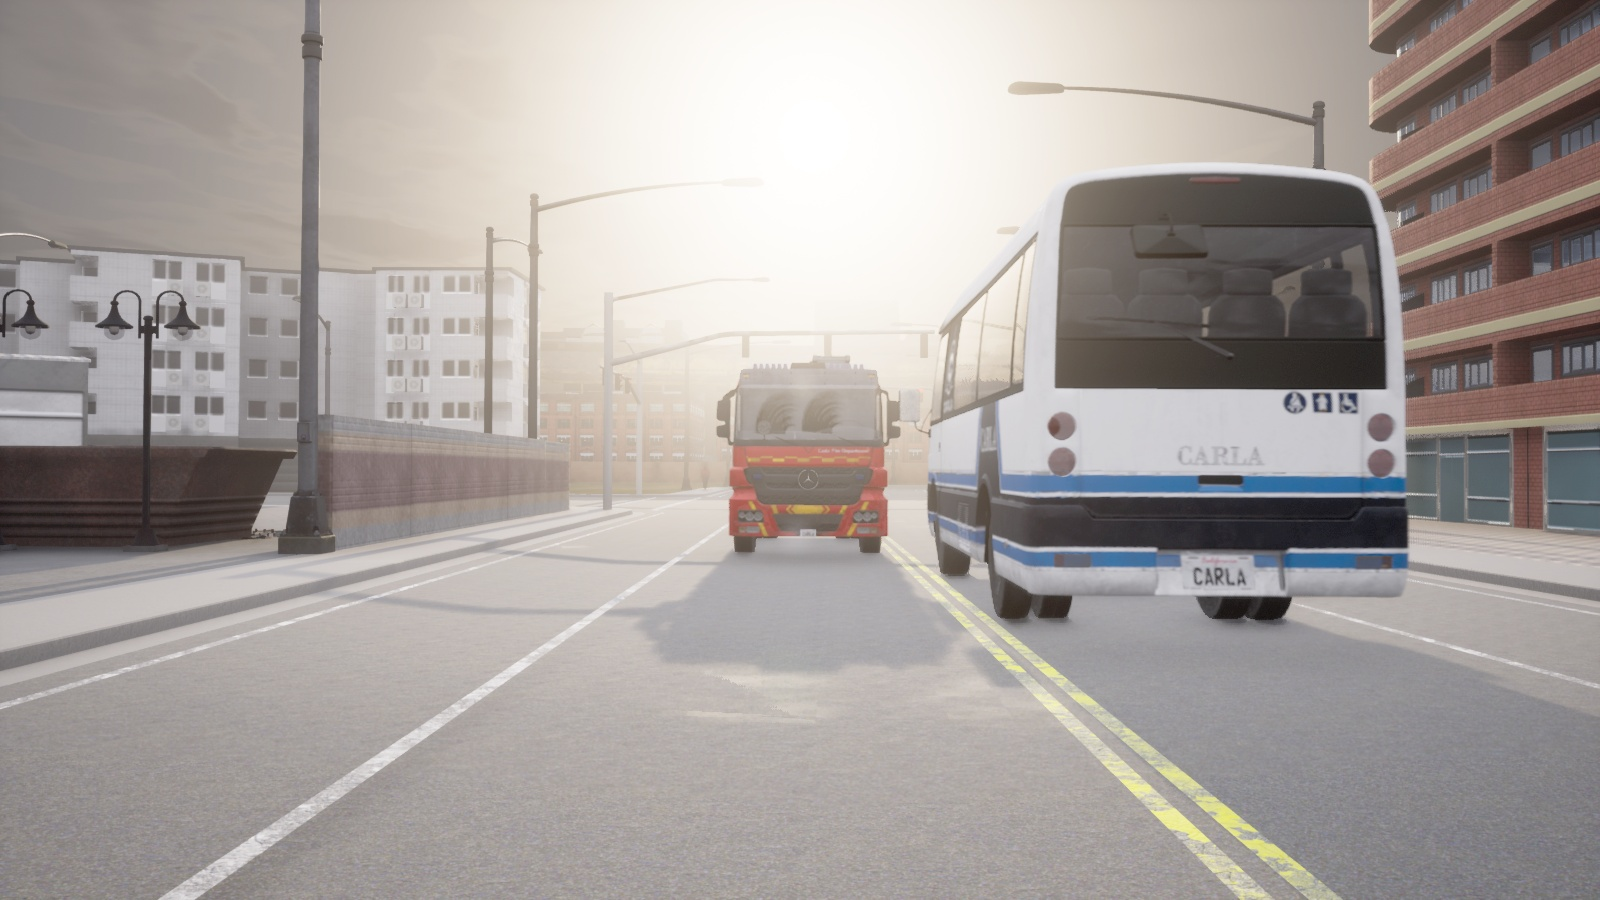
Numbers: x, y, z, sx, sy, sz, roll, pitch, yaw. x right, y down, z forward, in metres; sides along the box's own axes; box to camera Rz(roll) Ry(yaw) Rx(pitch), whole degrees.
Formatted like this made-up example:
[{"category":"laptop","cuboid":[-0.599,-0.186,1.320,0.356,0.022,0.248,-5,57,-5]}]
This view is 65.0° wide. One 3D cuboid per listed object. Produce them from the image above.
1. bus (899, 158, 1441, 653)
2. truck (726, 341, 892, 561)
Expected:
[{"category":"bus","cuboid":[3.592,-0.309,15.976,3.944,4.253,10.273,0,-1,1]},{"category":"truck","cuboid":[0.160,0.088,26.187,2.891,3.827,8.468,0,-1,0]}]
